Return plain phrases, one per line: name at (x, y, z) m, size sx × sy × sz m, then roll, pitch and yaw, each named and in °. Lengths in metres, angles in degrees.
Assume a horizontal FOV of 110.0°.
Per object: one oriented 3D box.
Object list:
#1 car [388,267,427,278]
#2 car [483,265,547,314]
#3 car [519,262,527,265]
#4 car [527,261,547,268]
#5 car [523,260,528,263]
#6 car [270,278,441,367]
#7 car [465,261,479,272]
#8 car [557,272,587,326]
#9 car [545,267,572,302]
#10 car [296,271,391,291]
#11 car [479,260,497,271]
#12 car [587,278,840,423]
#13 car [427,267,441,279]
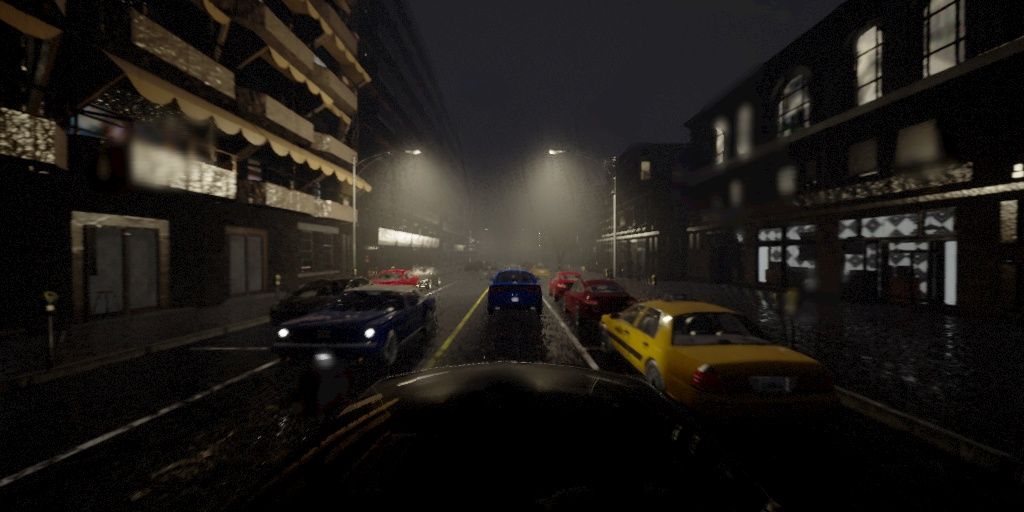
car at (-5.690, 1.346, 17.204) m, size 1.888 × 1.381 × 4.507 m, roll 0°, pitch 0°, yaw 0°
car at (0.100, 1.268, 14.086) m, size 1.882 × 1.535 × 5.008 m, roll 0°, pitch 0°, yaw 0°
car at (0.104, 1.455, 33.087) m, size 1.895 × 1.301 × 4.718 m, roll 0°, pitch 0°, yaw 0°
car at (2.692, 1.383, 34.377) m, size 1.751 × 1.417 × 4.829 m, roll 0°, pitch 0°, yaw 0°
car at (2.693, 1.442, 45.562) m, size 1.888 × 1.381 × 4.507 m, roll 0°, pitch 0°, yaw 0°
car at (-3.100, 1.372, 8.130) m, size 1.895 × 1.301 × 4.718 m, roll 0°, pitch 0°, yaw 0°
car at (-5.687, 1.463, 51.269) m, size 1.888 × 1.381 × 4.507 m, roll 0°, pitch 0°, yaw 0°
car at (2.690, 1.364, 11.498) m, size 1.802 × 1.307 × 4.207 m, roll 0°, pitch 0°, yaw 0°
car at (2.690, 1.382, 17.175) m, size 1.802 × 1.307 × 4.207 m, roll 0°, pitch 0°, yaw 0°
car at (-5.691, 1.348, 11.527) m, size 1.948 × 1.339 × 4.313 m, roll 0°, pitch 0°, yaw 0°
car at (-2.996, 1.419, 50.627) m, size 2.128 × 1.511 × 4.902 m, roll 0°, pitch 0°, yaw 0°
car at (2.690, 1.289, 5.991) m, size 1.751 × 1.417 × 4.829 m, roll 0°, pitch 0°, yaw 0°
car at (-5.690, 1.370, 22.882) m, size 2.007 × 1.370 × 4.403 m, roll 0°, pitch 0°, yaw 0°
